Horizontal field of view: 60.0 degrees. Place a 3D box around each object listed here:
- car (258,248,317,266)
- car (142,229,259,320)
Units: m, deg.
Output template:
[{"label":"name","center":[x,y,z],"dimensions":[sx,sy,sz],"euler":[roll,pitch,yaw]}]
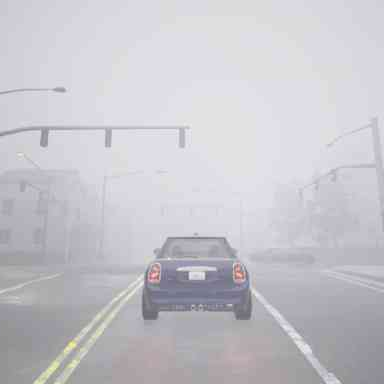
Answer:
[{"label":"car","center":[6.610,4.772,24.509],"dimensions":[4.718,1.301,1.895],"euler":[0,-11,1]},{"label":"car","center":[0.087,1.808,8.246],"dimensions":[2.097,1.767,4.553],"euler":[0,-7,0]}]
